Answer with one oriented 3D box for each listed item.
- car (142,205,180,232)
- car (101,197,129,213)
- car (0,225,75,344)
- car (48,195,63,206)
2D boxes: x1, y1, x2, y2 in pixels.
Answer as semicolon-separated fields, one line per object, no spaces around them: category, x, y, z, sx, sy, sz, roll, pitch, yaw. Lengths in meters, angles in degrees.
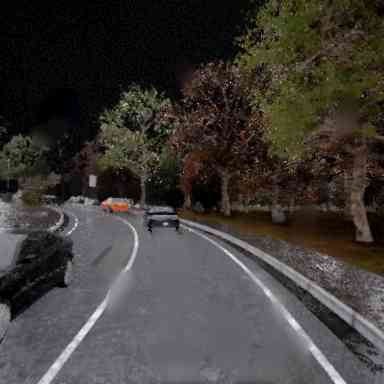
car;-2.019;1.555;20.799;2.128;1.511;4.902;2;0;-13
car;-8.640;1.356;37.030;2.097;1.767;4.553;3;-1;-29
car;-3.796;1.487;6.432;1.882;1.535;5.008;0;0;-3
car;-20.081;1.141;46.777;2.033;1.411;5.357;5;-2;-44
